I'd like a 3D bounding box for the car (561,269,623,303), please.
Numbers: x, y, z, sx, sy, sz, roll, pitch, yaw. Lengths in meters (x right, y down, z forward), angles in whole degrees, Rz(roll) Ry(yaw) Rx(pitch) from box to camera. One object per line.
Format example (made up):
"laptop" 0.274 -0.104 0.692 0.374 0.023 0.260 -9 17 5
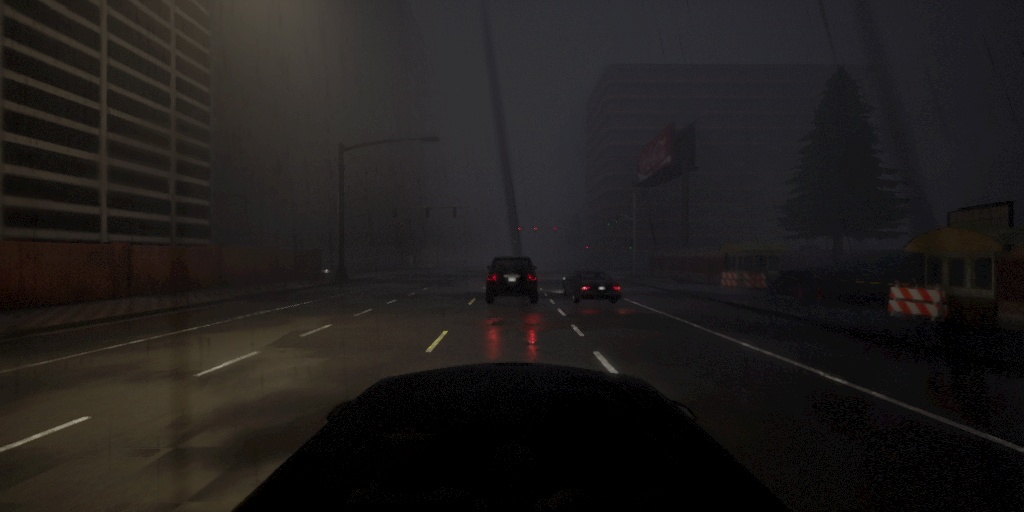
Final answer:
"car" 3.500 1.312 16.500 2.033 1.411 5.357 0 0 0

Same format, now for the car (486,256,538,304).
"car" 0.000 1.007 16.530 2.150 2.045 5.566 0 0 0

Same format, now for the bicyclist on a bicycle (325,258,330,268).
"bicyclist on a bicycle" -28.004 1.049 54.398 0.582 1.620 1.656 0 0 0
